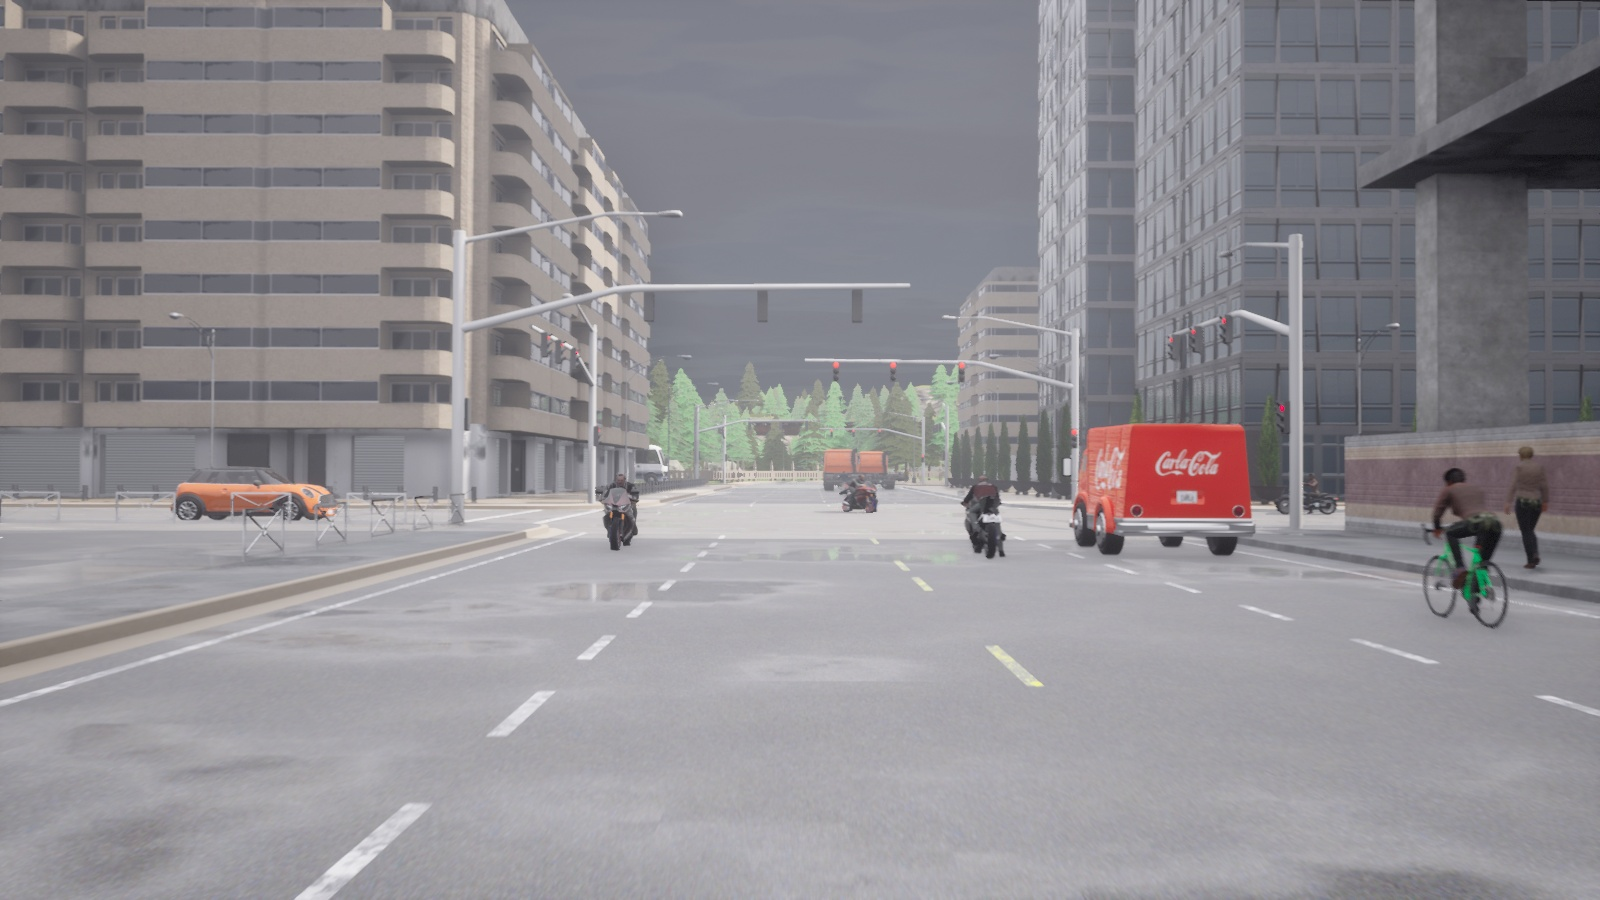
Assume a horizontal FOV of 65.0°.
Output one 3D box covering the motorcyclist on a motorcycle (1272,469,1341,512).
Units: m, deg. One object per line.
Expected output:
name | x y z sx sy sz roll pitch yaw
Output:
motorcyclist on a motorcycle | 19.695 1.560 48.887 2.350 1.649 0.766 0 -1 0

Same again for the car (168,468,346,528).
car | -16.542 1.438 38.424 4.553 1.767 2.097 0 -1 0

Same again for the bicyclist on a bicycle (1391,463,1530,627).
bicyclist on a bicycle | 6.967 0.963 13.336 0.582 1.620 1.656 0 -1 0

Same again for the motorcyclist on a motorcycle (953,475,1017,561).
motorcyclist on a motorcycle | 3.442 1.230 23.539 0.866 1.530 2.191 0 -1 0

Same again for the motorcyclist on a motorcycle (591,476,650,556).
motorcyclist on a motorcycle | -3.561 1.284 25.103 0.866 1.530 2.191 0 -1 0

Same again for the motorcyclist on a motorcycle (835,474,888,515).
motorcyclist on a motorcycle | 2.322 1.665 47.769 0.866 1.530 2.191 1 -2 -33

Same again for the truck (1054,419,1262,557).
truck | 6.937 0.720 25.083 2.627 2.467 5.204 0 -1 0

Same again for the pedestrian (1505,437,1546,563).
pedestrian | 10.781 0.738 18.676 0.331 1.846 0.634 0 -1 12
